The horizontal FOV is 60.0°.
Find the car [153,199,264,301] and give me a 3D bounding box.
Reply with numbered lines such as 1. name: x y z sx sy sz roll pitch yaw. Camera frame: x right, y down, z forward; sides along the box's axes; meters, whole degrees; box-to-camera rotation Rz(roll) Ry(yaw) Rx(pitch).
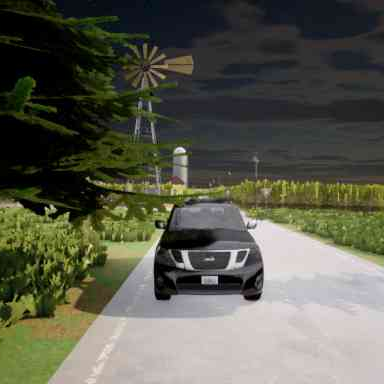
1. car: 0.334 1.221 8.702 2.150 2.045 5.566 0 0 0
